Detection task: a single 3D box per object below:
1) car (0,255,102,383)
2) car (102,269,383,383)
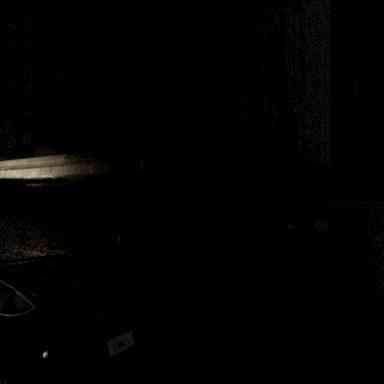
[{"bbox_3d":[-2.407,1.556,4.560,4.313,1.339,1.947,0,0,35],"label":"car"},{"bbox_3d":[2.187,1.318,1.290,5.009,1.841,2.192,0,0,35],"label":"car"}]
